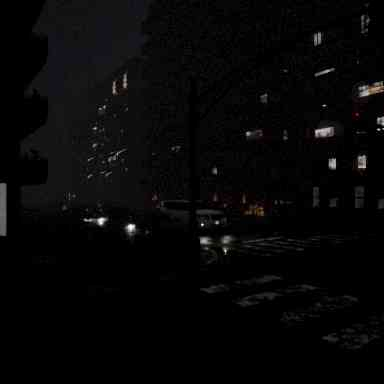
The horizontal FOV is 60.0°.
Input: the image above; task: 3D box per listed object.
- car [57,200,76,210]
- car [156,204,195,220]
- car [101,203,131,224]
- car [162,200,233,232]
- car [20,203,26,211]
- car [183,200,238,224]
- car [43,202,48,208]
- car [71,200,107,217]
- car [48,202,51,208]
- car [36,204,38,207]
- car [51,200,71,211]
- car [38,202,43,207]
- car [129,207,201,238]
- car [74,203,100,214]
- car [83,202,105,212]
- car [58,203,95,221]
[{"bbox_3d":[-25.069,2.524,66.322,2.192,1.841,5.009,-1,0,-36],"label":"car"},{"bbox_3d":[-1.791,2.045,34.227,1.887,1.381,4.507,-1,0,-36],"label":"car"},{"bbox_3d":[-6.140,2.050,30.439,2.033,1.411,5.357,0,-1,-36],"label":"car"},{"bbox_3d":[-0.127,1.538,22.145,2.150,2.045,5.566,0,-1,-36],"label":"car"},{"bbox_3d":[-31.786,2.769,61.374,1.887,1.381,4.507,-1,0,-36],"label":"car"},{"bbox_3d":[1.527,1.713,29.643,2.192,1.841,5.009,-1,0,-36],"label":"car"},{"bbox_3d":[-31.712,2.972,75.492,1.947,1.339,4.313,-1,0,-36],"label":"car"},{"bbox_3d":[-12.031,2.035,38.584,2.097,1.767,4.553,0,-1,-36],"label":"car"},{"bbox_3d":[-28.394,2.623,70.908,2.192,1.841,5.009,-1,0,-36],"label":"car"},{"bbox_3d":[-38.357,3.168,84.665,1.947,1.339,4.313,-1,0,-36],"label":"car"},{"bbox_3d":[-23.181,2.600,59.394,1.837,1.490,4.892,0,-1,-36],"label":"car"},{"bbox_3d":[-35.038,3.049,80.077,1.887,1.381,4.507,-1,0,-36],"label":"car"},{"bbox_3d":[-1.764,1.833,19.970,1.752,1.417,4.829,-1,0,-36],"label":"car"},{"bbox_3d":[-15.413,2.349,48.681,2.128,1.511,4.902,0,-1,-36],"label":"car"},{"bbox_3d":[-16.312,2.432,55.097,1.882,1.535,5.008,0,-1,-36],"label":"car"},{"bbox_3d":[-11.838,2.163,33.863,1.887,1.381,4.507,-1,0,-36],"label":"car"}]
